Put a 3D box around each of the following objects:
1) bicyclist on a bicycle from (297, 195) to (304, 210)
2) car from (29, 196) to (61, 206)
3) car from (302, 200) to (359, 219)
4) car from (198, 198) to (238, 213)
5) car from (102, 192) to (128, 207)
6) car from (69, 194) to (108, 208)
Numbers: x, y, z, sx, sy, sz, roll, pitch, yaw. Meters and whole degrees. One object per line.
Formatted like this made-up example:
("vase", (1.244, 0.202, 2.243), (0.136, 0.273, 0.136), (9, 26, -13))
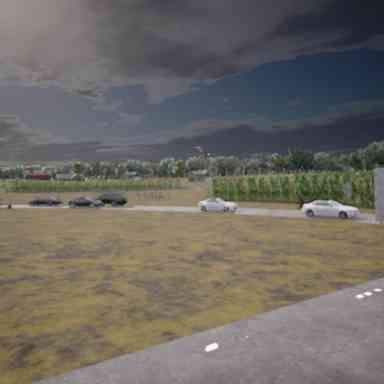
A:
("bicyclist on a bicycle", (12.043, 1.171, 36.864), (0.582, 1.620, 1.656), (1, 1, 44))
("car", (-21.959, 1.358, 49.649), (4.674, 1.442, 1.812), (0, 1, 7))
("car", (11.659, 1.442, 28.285), (1.812, 1.442, 4.674), (-3, 2, -42))
("car", (2.833, 1.418, 36.578), (4.674, 1.442, 1.812), (0, 2, 35))
("car", (-11.907, 1.056, 47.349), (5.566, 2.045, 2.150), (0, 2, 18))
("car", (-14.373, 1.422, 45.206), (4.892, 1.490, 1.837), (-1, 1, 17))
